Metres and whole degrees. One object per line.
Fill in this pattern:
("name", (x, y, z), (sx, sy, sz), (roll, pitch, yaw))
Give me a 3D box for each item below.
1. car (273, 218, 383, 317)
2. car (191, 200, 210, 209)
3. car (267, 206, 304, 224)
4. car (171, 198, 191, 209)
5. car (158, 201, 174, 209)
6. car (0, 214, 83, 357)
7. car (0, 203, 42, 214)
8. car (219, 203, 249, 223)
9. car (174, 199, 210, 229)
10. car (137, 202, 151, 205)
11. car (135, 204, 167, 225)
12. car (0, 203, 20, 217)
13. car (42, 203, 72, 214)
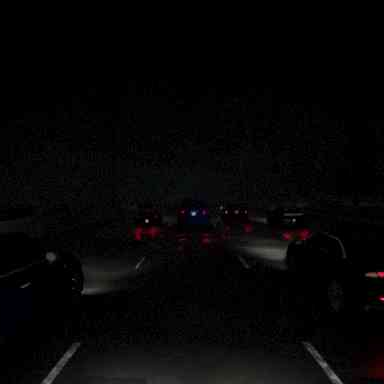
("car", (3.600, 1.585, 7.643), (2.128, 1.511, 4.902), (0, -1, 0))
("car", (1.494, 2.236, 60.855), (1.837, 1.490, 4.892), (0, -1, -22))
("car", (7.091, 1.800, 25.546), (2.128, 1.511, 4.902), (0, -1, 0))
("car", (-1.998, 2.074, 60.154), (2.097, 1.767, 4.553), (0, -1, -22))
("car", (-4.927, 2.262, 58.069), (1.994, 1.385, 4.181), (0, -1, -22))
("car", (-3.400, 1.417, 5.357), (2.097, 1.767, 4.553), (0, -1, 0))
("car", (-14.000, 1.857, 25.609), (2.033, 1.411, 5.357), (0, -1, 0))
("car", (3.562, 1.698, 28.850), (2.097, 1.767, 4.553), (0, -1, -1))
("car", (0.101, 1.511, 23.888), (2.150, 2.045, 5.566), (0, 0, 0))
("car", (-8.106, 2.280, 56.497), (1.895, 1.301, 4.718), (0, -1, -22))
("car", (-3.416, 1.930, 27.295), (1.895, 1.301, 4.718), (0, -1, 0))
("car", (-21.455, 1.999, 37.413), (2.033, 1.411, 5.357), (0, -1, -6))
("car", (-14.225, 1.900, 35.070), (1.882, 1.535, 5.008), (0, -1, -3))
